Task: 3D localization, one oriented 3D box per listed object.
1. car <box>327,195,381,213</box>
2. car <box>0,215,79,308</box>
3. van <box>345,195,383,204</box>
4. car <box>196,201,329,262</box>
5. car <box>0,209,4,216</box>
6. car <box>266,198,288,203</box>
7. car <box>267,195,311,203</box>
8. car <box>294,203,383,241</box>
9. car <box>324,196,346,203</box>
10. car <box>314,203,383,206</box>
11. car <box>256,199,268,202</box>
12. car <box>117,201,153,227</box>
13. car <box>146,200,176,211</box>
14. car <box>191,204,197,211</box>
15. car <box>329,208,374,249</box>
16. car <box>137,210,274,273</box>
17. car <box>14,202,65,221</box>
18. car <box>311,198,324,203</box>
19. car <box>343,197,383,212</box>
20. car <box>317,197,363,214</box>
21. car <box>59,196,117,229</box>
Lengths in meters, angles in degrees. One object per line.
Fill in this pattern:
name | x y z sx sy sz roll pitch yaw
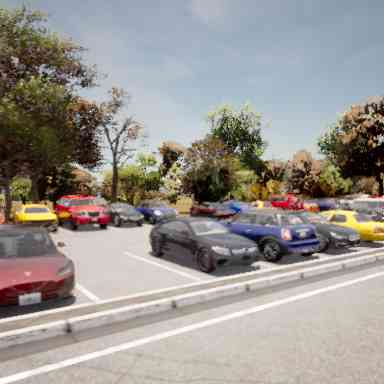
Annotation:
car | 19.937 1.409 41.233 2.435 2.045 5.566 0 0 -35
car | -4.333 1.551 8.033 2.163 1.488 4.792 0 0 -35
van | 11.638 1.372 19.194 1.878 1.987 4.442 0 0 -35
car | 2.491 1.432 12.845 2.185 1.767 4.553 0 0 -35
car | -11.889 1.394 18.707 2.185 1.767 4.553 0 0 -35
car | 6.090 1.601 31.656 1.946 1.575 5.366 0 0 -35
car | 8.457 1.362 33.133 2.435 2.045 5.566 0 0 -35
car | 6.915 1.574 16.231 1.946 1.575 5.366 0 0 -35
car | 15.281 1.516 37.952 2.185 1.767 4.553 0 0 -35
car | 9.299 1.589 17.679 2.231 1.521 4.892 0 0 -35
car | 4.020 1.595 29.976 2.097 1.535 5.008 0 0 -35
car | -5.084 1.556 23.554 2.231 1.521 4.892 0 0 -35
car | -2.822 1.440 25.181 2.185 1.767 4.553 0 0 -35
car | 1.764 1.615 28.341 2.163 1.488 4.792 0 0 -35
car | 4.744 1.568 14.480 2.231 1.521 4.892 0 0 -35
car | 0.197 1.585 11.268 2.002 1.452 4.674 0 0 -35
car | -9.635 1.531 20.342 2.097 1.535 5.008 0 0 -35
car | 10.868 1.497 34.762 2.185 1.767 4.553 0 0 -35
car | 22.247 1.544 42.789 2.185 1.767 4.553 0 0 -35
car | 17.557 1.525 39.557 2.185 1.767 4.553 0 0 -35
car | -7.338 1.292 21.922 2.435 2.045 5.566 0 0 -35
